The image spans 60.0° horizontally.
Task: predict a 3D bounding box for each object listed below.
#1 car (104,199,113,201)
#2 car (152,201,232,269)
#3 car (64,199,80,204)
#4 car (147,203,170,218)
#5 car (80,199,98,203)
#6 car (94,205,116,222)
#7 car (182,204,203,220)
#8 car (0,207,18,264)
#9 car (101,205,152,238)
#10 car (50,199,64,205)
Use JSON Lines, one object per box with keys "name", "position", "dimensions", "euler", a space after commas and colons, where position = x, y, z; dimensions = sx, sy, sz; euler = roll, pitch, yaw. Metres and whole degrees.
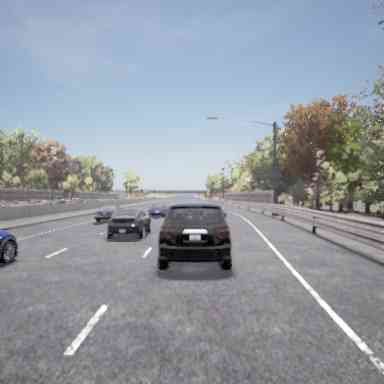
{"name": "car", "position": [-17.547, 2.219, 70.004], "dimensions": [2.033, 1.411, 5.357], "euler": [0, -1, 0]}
{"name": "car", "position": [0.085, 1.332, 11.634], "dimensions": [2.150, 2.045, 5.566], "euler": [0, 0, 0]}
{"name": "car", "position": [-24.547, 2.205, 70.416], "dimensions": [2.128, 1.511, 4.902], "euler": [0, -1, 0]}
{"name": "car", "position": [-3.424, 1.896, 34.747], "dimensions": [1.994, 1.385, 4.181], "euler": [0, -1, 0]}
{"name": "car", "position": [-21.047, 2.155, 69.586], "dimensions": [1.882, 1.535, 5.008], "euler": [0, -1, 0]}
{"name": "car", "position": [-6.921, 1.820, 28.776], "dimensions": [2.033, 1.411, 5.357], "euler": [0, -1, 0]}
{"name": "car", "position": [0.077, 1.911, 32.567], "dimensions": [1.895, 1.301, 4.718], "euler": [0, -1, 0]}
{"name": "car", "position": [-6.918, 1.438, 9.364], "dimensions": [2.097, 1.767, 4.553], "euler": [0, -1, 0]}
{"name": "car", "position": [-3.414, 1.679, 18.702], "dimensions": [1.837, 1.490, 4.892], "euler": [0, -1, 0]}
{"name": "car", "position": [-28.047, 2.203, 69.580], "dimensions": [2.128, 1.511, 4.902], "euler": [0, -1, 0]}
